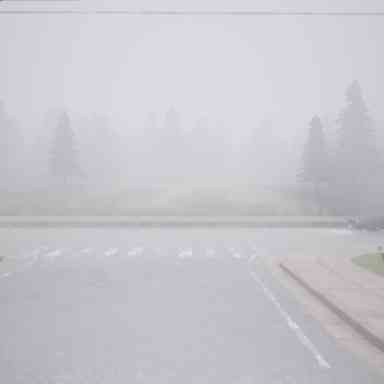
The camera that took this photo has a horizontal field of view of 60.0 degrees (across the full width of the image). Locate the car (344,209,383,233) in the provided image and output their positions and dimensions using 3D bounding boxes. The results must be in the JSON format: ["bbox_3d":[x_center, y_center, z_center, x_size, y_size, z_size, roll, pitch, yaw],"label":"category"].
[{"bbox_3d":[12.441,1.738,20.605,5.357,1.411,2.033,0,-1,0],"label":"car"}]
